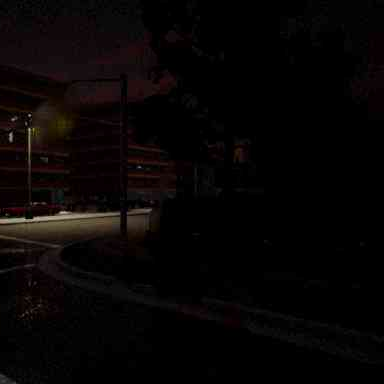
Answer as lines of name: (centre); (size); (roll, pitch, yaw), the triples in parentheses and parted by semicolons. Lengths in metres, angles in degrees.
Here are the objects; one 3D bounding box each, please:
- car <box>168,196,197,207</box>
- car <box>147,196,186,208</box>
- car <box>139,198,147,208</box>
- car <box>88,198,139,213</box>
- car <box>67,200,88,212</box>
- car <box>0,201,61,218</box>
car: (-1.409, 1.490, 53.401); (2.128, 1.511, 4.902); (0, 0, 36)
car: (-3.418, 1.352, 44.701); (2.097, 1.767, 4.553); (0, 0, 36)
car: (-7.306, 1.564, 45.296); (1.994, 1.385, 4.181); (0, 0, 36)
car: (-8.741, 1.476, 37.373); (1.882, 1.535, 5.008); (0, 0, 36)
car: (-12.209, 1.562, 38.525); (1.994, 1.385, 4.181); (0, 0, 37)
car: (-14.274, 1.601, 29.772); (1.895, 1.301, 4.718); (0, 0, 33)
